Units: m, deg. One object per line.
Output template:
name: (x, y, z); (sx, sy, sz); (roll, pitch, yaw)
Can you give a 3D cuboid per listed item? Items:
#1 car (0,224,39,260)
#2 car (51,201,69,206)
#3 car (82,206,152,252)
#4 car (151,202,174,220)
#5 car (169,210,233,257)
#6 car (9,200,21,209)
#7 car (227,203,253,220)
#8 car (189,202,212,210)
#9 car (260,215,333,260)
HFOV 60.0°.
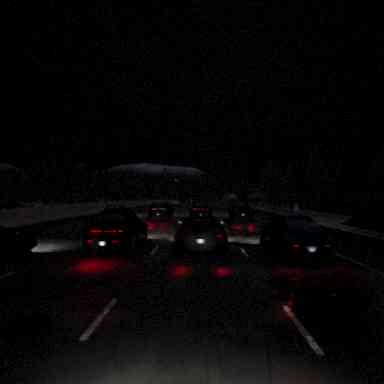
car: (-6.741, 1.567, 10.012); (2.033, 1.411, 5.357); (0, 0, 2)
car: (-16.581, 1.714, 43.148); (1.994, 1.385, 4.181); (0, -1, 2)
car: (-3.119, 1.568, 14.198); (1.837, 1.490, 4.892); (0, 0, 2)
car: (-2.732, 1.642, 29.908); (2.128, 1.511, 4.902); (0, 0, 2)
car: (0.356, 1.641, 13.258); (1.994, 1.385, 4.181); (0, 0, 2)
car: (-23.614, 1.703, 42.026); (1.895, 1.301, 4.718); (0, 0, 2)
car: (4.266, 1.680, 29.731); (2.128, 1.511, 4.902); (0, 0, 2)
car: (0.767, 1.661, 29.818); (2.128, 1.511, 4.902); (0, 0, 2)
car: (3.842, 1.619, 12.766); (1.812, 1.442, 4.674); (0, 0, 2)
